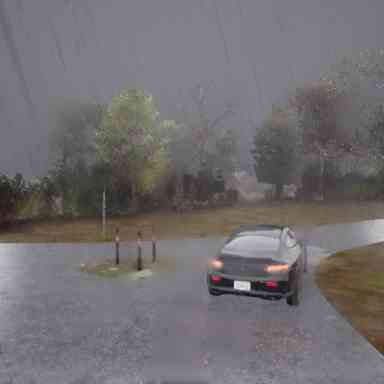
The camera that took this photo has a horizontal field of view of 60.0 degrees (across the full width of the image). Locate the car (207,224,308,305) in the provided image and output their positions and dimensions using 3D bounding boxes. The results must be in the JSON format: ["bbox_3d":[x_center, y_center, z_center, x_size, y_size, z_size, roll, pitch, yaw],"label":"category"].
[{"bbox_3d":[1.759,1.520,8.131,1.812,1.442,4.674,0,0,22],"label":"car"}]
